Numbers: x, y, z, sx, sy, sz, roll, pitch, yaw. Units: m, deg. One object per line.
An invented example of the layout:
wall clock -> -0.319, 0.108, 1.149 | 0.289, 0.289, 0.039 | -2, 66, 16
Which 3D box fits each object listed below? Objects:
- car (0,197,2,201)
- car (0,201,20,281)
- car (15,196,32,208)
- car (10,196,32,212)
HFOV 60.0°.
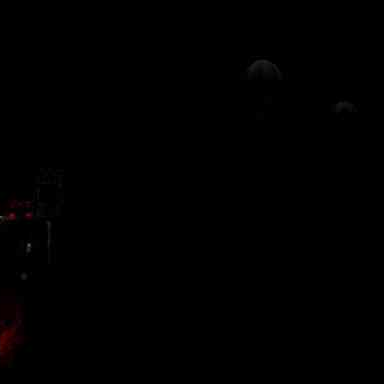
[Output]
car -> -20.379, 1.059, 33.154 | 2.150, 2.045, 5.566 | 0, 1, -24
car -> -6.185, 1.304, 9.289 | 2.097, 1.767, 4.553 | 0, 0, -25
car -> -23.149, 1.285, 45.788 | 1.882, 1.535, 5.008 | 0, 0, -25
car -> -18.871, 1.197, 36.694 | 2.097, 1.767, 4.553 | 0, 0, -24
